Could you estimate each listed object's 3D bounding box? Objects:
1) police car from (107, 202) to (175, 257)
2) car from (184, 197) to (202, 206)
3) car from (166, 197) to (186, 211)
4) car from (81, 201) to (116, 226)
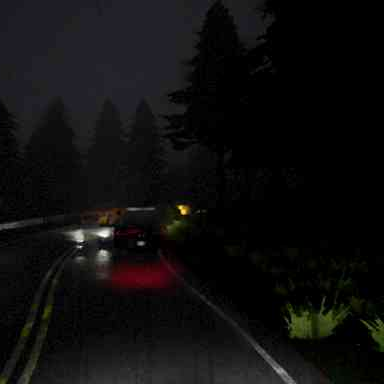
[{"bbox_3d":[-1.991,1.377,13.036,1.930,1.638,5.238,0,1,-9],"label":"police car"},{"bbox_3d":[-0.385,1.178,27.580,1.801,1.575,5.366,-3,0,21],"label":"car"},{"bbox_3d":[-1.908,1.358,22.087,1.812,1.442,4.674,-1,1,10],"label":"car"},{"bbox_3d":[-5.771,1.413,22.904,1.882,1.535,5.008,-2,0,12],"label":"car"}]
